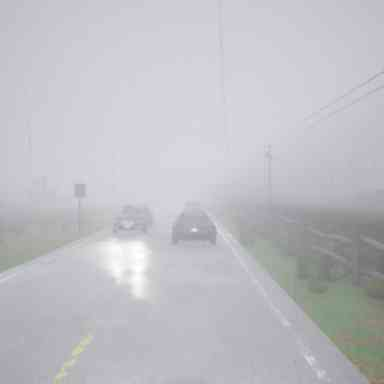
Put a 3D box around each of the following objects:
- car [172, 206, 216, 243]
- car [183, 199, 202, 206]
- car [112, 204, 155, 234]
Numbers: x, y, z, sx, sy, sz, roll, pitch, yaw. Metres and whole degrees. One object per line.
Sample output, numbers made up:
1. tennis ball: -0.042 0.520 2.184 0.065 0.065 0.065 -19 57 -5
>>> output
1. car: 0.094 1.567 16.027 1.994 1.385 4.181 0 0 0
2. car: 0.089 1.498 35.021 2.128 1.511 4.902 0 0 0
3. car: -3.306 1.496 19.400 2.128 1.511 4.902 0 0 0
